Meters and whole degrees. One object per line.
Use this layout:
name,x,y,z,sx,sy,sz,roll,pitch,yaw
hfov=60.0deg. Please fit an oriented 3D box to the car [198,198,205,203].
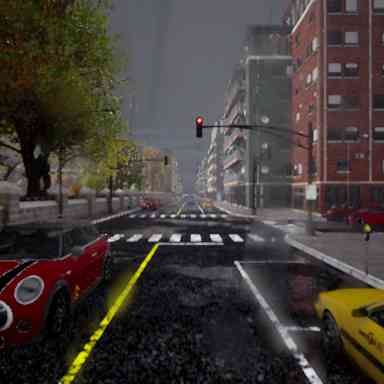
car,2.404,2.174,85.304,1.887,1.381,4.507,0,0,0

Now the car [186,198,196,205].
car,-0.235,2.064,71.860,2.033,1.411,5.357,0,0,0

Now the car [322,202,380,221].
car,14.515,1.798,30.025,5.009,1.841,2.192,1,-1,0

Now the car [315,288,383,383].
car,2.678,1.548,3.165,1.752,1.417,4.829,0,0,0

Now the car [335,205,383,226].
car,14.572,2.040,27.419,4.181,1.385,1.994,1,0,0

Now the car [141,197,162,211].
car,-5.849,1.645,46.532,2.192,1.841,5.009,0,0,0

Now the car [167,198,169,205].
car,-5.903,2.002,63.136,1.887,1.381,4.507,0,0,0

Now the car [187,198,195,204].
car,-0.271,2.158,82.270,1.994,1.385,4.181,0,0,0

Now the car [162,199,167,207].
car,-5.885,1.855,57.601,1.967,1.590,4.097,0,0,0

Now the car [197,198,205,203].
car,2.386,2.219,90.839,1.887,1.381,4.507,0,0,0

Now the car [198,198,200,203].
car,2.496,1.959,57.628,1.887,1.381,4.507,0,0,0

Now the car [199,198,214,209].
car,2.514,1.899,52.264,1.752,1.417,4.829,0,0,0

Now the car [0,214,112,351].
car,-3.091,1.398,6.605,2.097,1.767,4.553,0,0,0

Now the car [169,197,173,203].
car,-5.939,2.125,74.205,1.802,1.307,4.206,0,0,0
